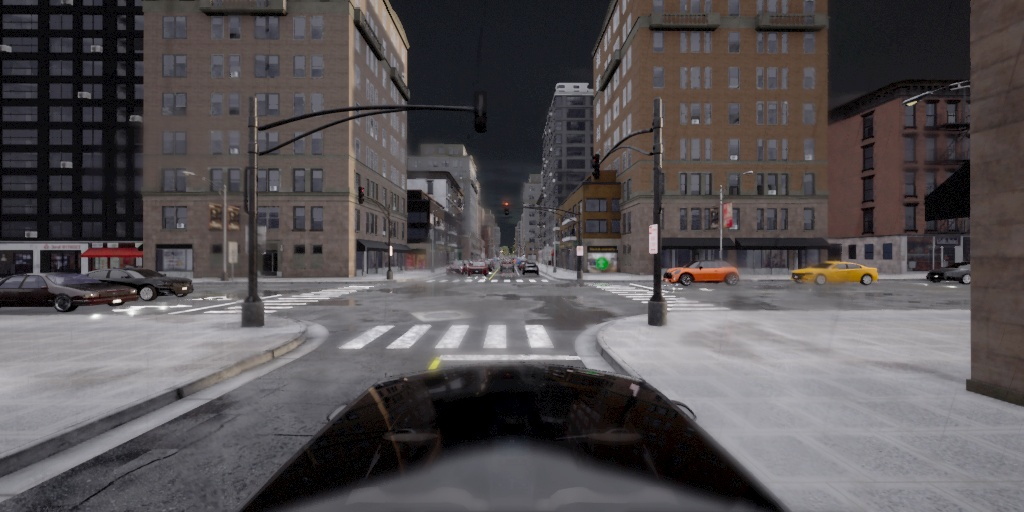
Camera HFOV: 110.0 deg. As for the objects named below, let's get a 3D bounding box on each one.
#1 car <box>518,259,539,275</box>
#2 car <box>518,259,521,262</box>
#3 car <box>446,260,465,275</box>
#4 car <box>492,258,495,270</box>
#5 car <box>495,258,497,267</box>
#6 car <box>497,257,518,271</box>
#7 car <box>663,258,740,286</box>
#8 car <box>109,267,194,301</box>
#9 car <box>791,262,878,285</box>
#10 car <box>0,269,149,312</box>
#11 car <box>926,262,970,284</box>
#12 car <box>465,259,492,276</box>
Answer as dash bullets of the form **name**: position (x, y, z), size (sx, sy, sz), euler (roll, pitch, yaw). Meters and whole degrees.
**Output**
- **car**: position (1.984, 1.355, 39.615), size (1.948, 1.339, 4.313), euler (0, 0, 0)
- **car**: position (1.894, 1.391, 50.637), size (1.802, 1.307, 4.207), euler (0, 0, 0)
- **car**: position (-6.041, 1.229, 39.550), size (1.967, 1.591, 4.097), euler (0, 0, 0)
- **car**: position (-3.564, 1.308, 47.340), size (1.837, 1.490, 4.892), euler (0, 0, 0)
- **car**: position (-3.637, 1.424, 57.479), size (1.895, 1.301, 4.718), euler (0, 0, 0)
- **car**: position (-0.635, 1.297, 48.959), size (2.128, 1.511, 4.902), euler (0, 0, 0)
- **car**: position (12.677, 1.054, 24.230), size (4.553, 1.767, 2.097), euler (0, 0, -1)
- **car**: position (-18.162, 1.290, 17.121), size (5.008, 1.535, 1.882), euler (0, 0, -1)
- **car**: position (21.780, 1.142, 24.353), size (5.008, 1.535, 1.882), euler (0, 0, -1)
- **car**: position (-17.809, 1.352, 13.903), size (5.357, 1.411, 2.033), euler (0, 0, 3)
- **car**: position (31.345, 1.129, 24.475), size (4.892, 1.490, 1.837), euler (0, 0, -1)
- **car**: position (-3.489, 1.264, 37.746), size (1.882, 1.535, 5.008), euler (0, 0, 0)
